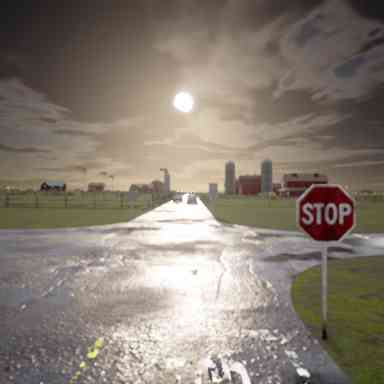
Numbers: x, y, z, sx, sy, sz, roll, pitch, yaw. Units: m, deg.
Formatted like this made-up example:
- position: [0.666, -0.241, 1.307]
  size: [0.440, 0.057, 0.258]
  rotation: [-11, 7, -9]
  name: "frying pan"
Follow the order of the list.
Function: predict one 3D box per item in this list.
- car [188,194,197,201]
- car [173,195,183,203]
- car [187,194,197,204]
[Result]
- position: [0.020, 1.159, 71.079]
  size: [1.882, 1.535, 5.008]
  rotation: [0, 0, 0]
  name: "car"
- position: [-2.732, 1.318, 66.077]
  size: [1.837, 1.490, 4.892]
  rotation: [0, 0, 0]
  name: "car"
- position: [0.018, 1.375, 60.657]
  size: [2.033, 1.411, 5.357]
  rotation: [0, 0, 0]
  name: "car"
